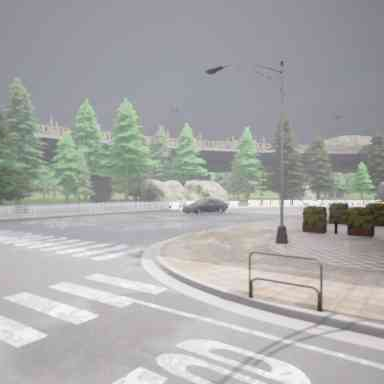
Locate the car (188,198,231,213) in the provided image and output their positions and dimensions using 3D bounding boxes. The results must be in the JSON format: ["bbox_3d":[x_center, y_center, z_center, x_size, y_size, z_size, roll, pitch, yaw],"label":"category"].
[{"bbox_3d":[2.025,1.468,37.424,4.674,1.442,1.812,0,0,-32],"label":"car"}]

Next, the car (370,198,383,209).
[{"bbox_3d":[25.587,1.508,43.001,4.181,1.385,1.994,0,0,6],"label":"car"}]

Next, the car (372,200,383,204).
[{"bbox_3d":[24.443,1.421,39.624,5.008,1.535,1.882,0,0,6],"label":"car"}]

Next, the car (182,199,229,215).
[{"bbox_3d":[1.283,1.447,32.650,4.892,1.490,1.837,0,-1,-38],"label":"car"}]
